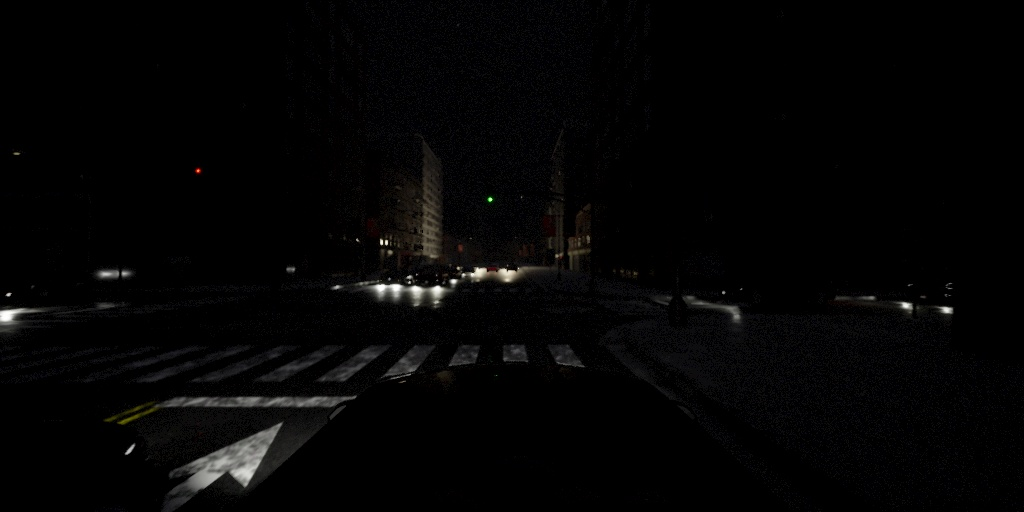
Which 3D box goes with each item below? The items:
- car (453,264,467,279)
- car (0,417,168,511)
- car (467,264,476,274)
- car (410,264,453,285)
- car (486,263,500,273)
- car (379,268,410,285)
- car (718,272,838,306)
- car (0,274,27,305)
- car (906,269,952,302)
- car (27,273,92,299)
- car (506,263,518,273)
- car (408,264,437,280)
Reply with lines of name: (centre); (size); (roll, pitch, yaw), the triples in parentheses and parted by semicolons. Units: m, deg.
car: (-6.610, 1.784, 39.461); (2.033, 1.411, 5.357); (0, -1, 0)
car: (-3.220, 1.258, 0.393); (1.812, 1.442, 4.674); (0, -1, 1)
car: (-6.594, 1.955, 54.643); (1.812, 1.442, 4.674); (0, 0, 0)
car: (-6.606, 1.468, 29.997); (2.097, 1.767, 4.553); (0, -1, 0)
car: (-3.265, 2.102, 60.357); (1.895, 1.301, 4.718); (0, -1, 0)
car: (-9.857, 1.691, 30.894); (1.994, 1.385, 4.181); (0, -1, 0)
car: (12.452, 1.492, 16.962); (4.892, 1.490, 1.837); (0, -1, 2)
car: (-22.901, 1.448, 13.847); (5.357, 1.411, 2.033); (0, -1, 0)
car: (21.658, 1.357, 16.938); (4.553, 1.767, 2.097); (0, -1, 0)
car: (-25.379, 1.559, 19.335); (4.313, 1.339, 1.948); (0, 0, 0)
car: (-0.014, 2.000, 59.913); (1.837, 1.490, 4.892); (0, -1, 0)
car: (-9.859, 1.719, 39.868); (1.882, 1.535, 5.008); (0, -1, 0)
